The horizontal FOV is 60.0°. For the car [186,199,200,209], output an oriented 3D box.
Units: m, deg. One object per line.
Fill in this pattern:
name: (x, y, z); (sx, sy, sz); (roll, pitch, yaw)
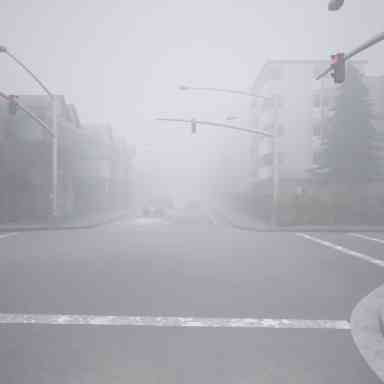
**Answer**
car: (0.100, 1.600, 45.359); (1.895, 1.301, 4.718); (0, 0, -1)

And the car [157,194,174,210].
car: (-3.566, 1.221, 42.900); (2.150, 2.045, 5.566); (0, 0, 0)

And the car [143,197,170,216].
car: (-3.589, 1.491, 32.324); (2.128, 1.511, 4.902); (0, 0, 0)
